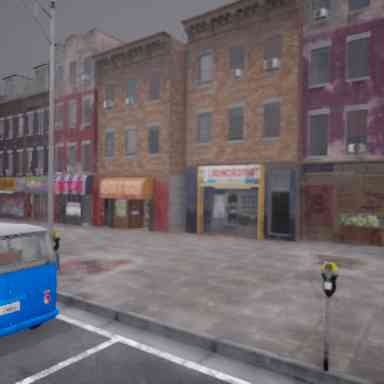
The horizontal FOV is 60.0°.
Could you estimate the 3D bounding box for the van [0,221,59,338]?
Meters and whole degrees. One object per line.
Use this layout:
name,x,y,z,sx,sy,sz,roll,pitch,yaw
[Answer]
van,-4.000,1.366,5.640,3.998,1.788,1.690,0,1,36
